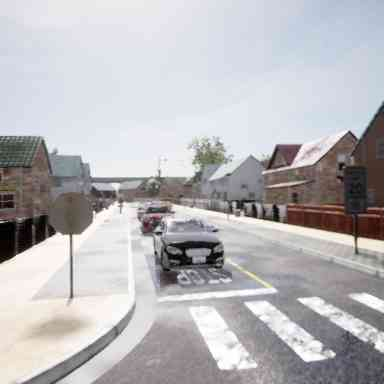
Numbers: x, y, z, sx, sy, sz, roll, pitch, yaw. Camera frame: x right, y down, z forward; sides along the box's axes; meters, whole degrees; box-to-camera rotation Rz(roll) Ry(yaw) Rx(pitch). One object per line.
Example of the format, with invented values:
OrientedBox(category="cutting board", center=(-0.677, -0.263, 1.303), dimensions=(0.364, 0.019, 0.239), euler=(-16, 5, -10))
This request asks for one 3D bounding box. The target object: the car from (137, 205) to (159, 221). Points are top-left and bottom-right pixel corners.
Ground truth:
OrientedBox(category="car", center=(-4.450, 2.015, 33.189), dimensions=(1.895, 1.301, 4.718), euler=(-1, -1, -11))

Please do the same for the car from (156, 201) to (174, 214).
OrientedBox(category="car", center=(-3.710, 1.989, 44.910), dimensions=(1.882, 1.535, 5.008), euler=(-1, 0, -11))

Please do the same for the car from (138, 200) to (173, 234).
OrientedBox(category="car", center=(-2.190, 1.616, 21.454), dimensions=(2.097, 1.767, 4.553), euler=(-1, -1, -11))

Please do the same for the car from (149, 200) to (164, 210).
OrientedBox(category="car", center=(-6.075, 2.154, 57.074), dimensions=(2.128, 1.511, 4.902), euler=(-1, -1, -11))

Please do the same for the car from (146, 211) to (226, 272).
OrientedBox(category="car", center=(-0.267, 1.625, 11.515), dimensions=(2.128, 1.511, 4.902), euler=(-1, -1, -11))
